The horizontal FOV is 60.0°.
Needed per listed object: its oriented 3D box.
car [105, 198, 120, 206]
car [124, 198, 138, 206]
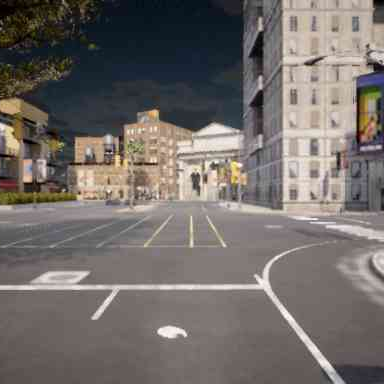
[{"bbox_3d":[-15.013,1.811,63.247,2.033,1.411,5.357,0,0,1],"label":"car"},{"bbox_3d":[-11.513,1.811,63.247,2.033,1.411,5.357,0,0,1],"label":"car"}]
